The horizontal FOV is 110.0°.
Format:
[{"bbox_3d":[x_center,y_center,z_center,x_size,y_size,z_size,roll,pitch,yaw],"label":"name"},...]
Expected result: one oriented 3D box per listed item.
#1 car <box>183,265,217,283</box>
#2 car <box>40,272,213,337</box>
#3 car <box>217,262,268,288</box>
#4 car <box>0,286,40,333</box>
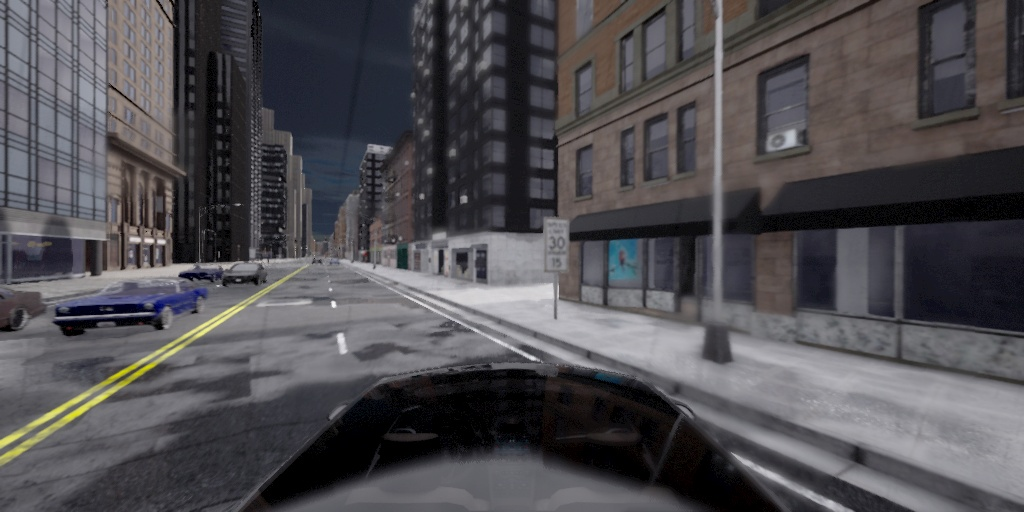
[{"bbox_3d":[-22.697,1.296,26.538,1.895,1.301,4.718,0,0,-27],"label":"car"},{"bbox_3d":[-10.694,1.323,10.502,1.895,1.301,4.718,0,0,-28],"label":"car"},{"bbox_3d":[-17.736,1.188,24.000,1.882,1.535,5.008,0,0,-27],"label":"car"},{"bbox_3d":[-12.893,1.260,7.690,2.033,1.411,5.357,0,0,-28],"label":"car"}]
